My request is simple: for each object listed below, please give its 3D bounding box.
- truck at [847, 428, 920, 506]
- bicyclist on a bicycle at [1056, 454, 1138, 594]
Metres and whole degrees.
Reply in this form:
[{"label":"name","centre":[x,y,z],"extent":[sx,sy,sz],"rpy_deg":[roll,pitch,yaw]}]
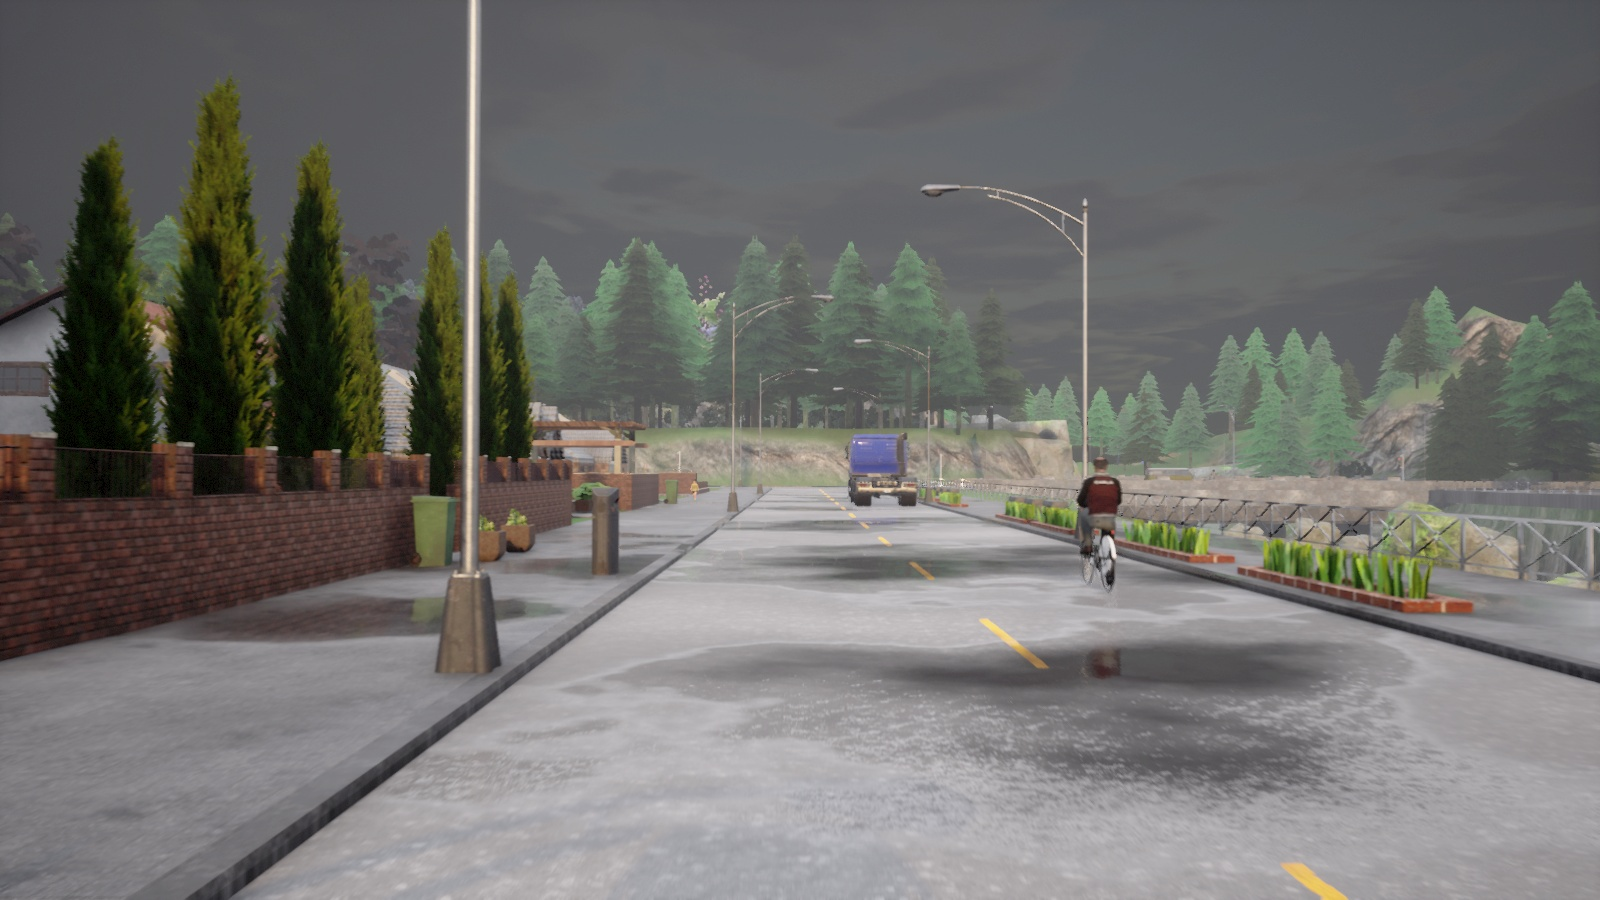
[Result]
[{"label":"truck","centre":[3.857,0.815,59.577],"extent":[2.891,3.462,7.936],"rpy_deg":[0,-1,0]},{"label":"bicyclist on a bicycle","centre":[3.960,0.952,16.882],"extent":[0.659,1.776,1.843],"rpy_deg":[0,-1,0]}]
